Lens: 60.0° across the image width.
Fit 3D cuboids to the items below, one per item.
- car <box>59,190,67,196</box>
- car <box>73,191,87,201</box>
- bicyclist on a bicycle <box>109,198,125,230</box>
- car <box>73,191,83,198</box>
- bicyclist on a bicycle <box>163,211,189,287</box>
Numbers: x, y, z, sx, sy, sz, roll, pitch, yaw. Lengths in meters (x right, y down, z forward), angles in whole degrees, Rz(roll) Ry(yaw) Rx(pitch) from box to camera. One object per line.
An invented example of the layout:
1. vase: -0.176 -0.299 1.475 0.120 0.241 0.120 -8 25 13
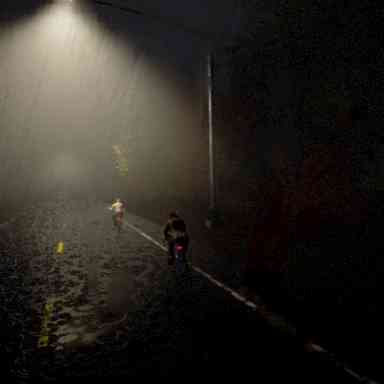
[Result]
1. car: -34.611 0.227 88.845 1.882 1.535 5.008 -2 1 -20
2. car: -18.098 0.653 53.979 1.882 1.535 5.008 -2 2 -20
3. bicyclist on a bicycle: -3.852 1.127 17.235 0.866 1.612 1.509 -2 1 -20
4. car: -24.022 0.499 69.978 1.994 1.385 4.181 -2 1 -20
5. bicyclist on a bicycle: -0.377 1.280 7.789 0.582 1.620 1.656 -2 1 -20
